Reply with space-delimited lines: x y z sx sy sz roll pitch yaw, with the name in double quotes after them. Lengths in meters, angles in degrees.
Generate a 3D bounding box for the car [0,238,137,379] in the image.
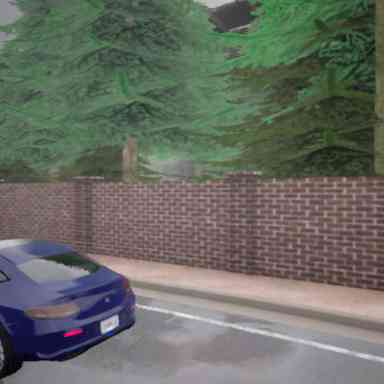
-3.004 1.492 5.364 4.674 1.442 1.812 0 1 31 "car"
